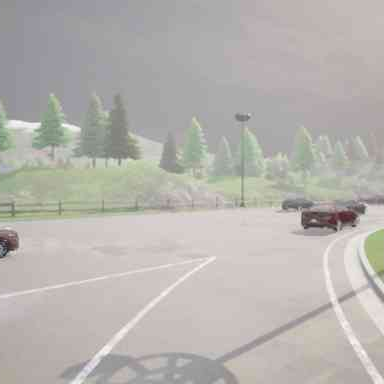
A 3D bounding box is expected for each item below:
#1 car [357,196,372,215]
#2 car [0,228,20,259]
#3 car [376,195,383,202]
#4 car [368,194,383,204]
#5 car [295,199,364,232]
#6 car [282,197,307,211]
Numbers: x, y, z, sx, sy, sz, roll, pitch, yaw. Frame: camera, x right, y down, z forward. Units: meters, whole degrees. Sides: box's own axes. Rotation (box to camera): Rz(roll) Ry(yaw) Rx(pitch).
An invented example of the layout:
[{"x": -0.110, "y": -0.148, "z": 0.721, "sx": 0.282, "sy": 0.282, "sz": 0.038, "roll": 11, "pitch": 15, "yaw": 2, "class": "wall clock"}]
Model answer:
[{"x": 14.027, "y": 1.389, "z": 29.885, "sx": 4.892, "sy": 1.490, "sz": 1.837, "roll": 0, "pitch": 0, "yaw": -41, "class": "car"}, {"x": -8.007, "y": 1.483, "z": 10.394, "sx": 4.674, "sy": 1.442, "sz": 1.812, "roll": 0, "pitch": 0, "yaw": -42, "class": "car"}, {"x": 38.130, "y": 1.302, "z": 65.359, "sx": 4.181, "sy": 1.385, "sz": 1.994, "roll": 0, "pitch": 0, "yaw": -41, "class": "car"}, {"x": 31.187, "y": 1.143, "z": 54.409, "sx": 4.553, "sy": 1.767, "sz": 2.097, "roll": 0, "pitch": 0, "yaw": -41, "class": "car"}, {"x": 8.241, "y": 1.401, "z": 19.663, "sx": 1.882, "sy": 1.535, "sz": 5.008, "roll": -1, "pitch": 0, "yaw": 43, "class": "car"}, {"x": 12.038, "y": 1.357, "z": 37.471, "sx": 4.892, "sy": 1.490, "sz": 1.837, "roll": 1, "pitch": 0, "yaw": -42, "class": "car"}]
